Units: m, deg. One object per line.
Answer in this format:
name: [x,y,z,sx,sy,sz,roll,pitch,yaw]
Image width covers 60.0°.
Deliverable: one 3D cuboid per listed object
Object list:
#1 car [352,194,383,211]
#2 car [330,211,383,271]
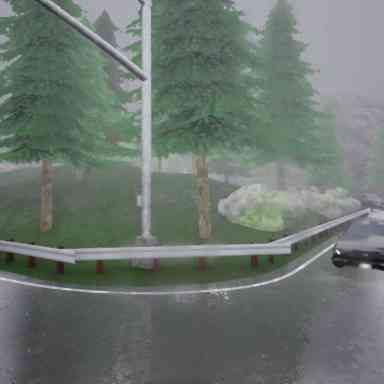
car: [21.512,1.272,40.397,2.150,2.045,5.566,0,0,-4]
car: [6.006,1.565,10.958,2.033,1.411,5.357,0,0,33]
